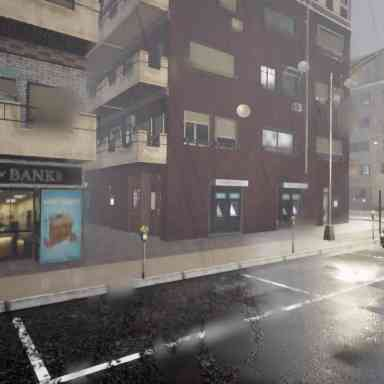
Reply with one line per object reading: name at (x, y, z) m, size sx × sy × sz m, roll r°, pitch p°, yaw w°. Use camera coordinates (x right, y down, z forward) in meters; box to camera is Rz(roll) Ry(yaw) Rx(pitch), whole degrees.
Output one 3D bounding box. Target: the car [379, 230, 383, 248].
car at (9.116, 1.554, 13.164) m, size 4.403 × 1.369 × 2.008 m, roll 0°, pitch 1°, yaw -35°
